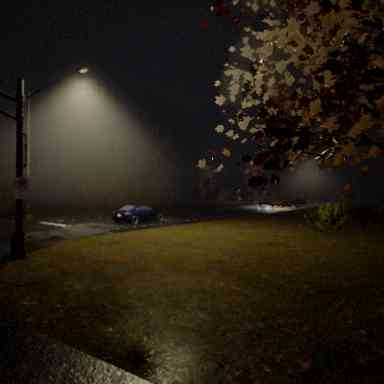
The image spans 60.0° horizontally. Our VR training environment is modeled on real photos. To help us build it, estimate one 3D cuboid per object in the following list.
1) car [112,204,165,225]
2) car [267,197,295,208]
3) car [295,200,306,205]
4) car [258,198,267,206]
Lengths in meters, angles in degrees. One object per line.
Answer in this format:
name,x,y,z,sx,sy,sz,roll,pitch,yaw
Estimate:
car,-3.928,1.605,24.908,1.994,1.385,4.181,1,1,35
car,13.617,1.585,50.790,1.882,1.535,5.008,1,0,33
car,18.872,1.739,59.184,1.895,1.301,4.718,1,0,31
car,12.779,1.664,56.050,1.895,1.301,4.718,1,0,32
